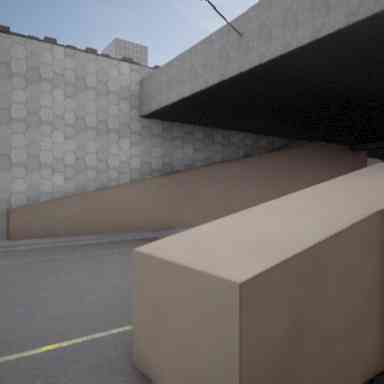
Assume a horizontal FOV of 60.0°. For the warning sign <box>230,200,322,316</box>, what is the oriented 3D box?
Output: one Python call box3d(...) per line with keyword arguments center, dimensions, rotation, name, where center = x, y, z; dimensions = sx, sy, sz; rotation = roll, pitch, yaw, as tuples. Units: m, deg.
box3d(center=(1.550, 1.098, 6.265), dimensions=(1.060, 1.860, 1.300), rotation=(0, 0, -35), name="warning sign")
